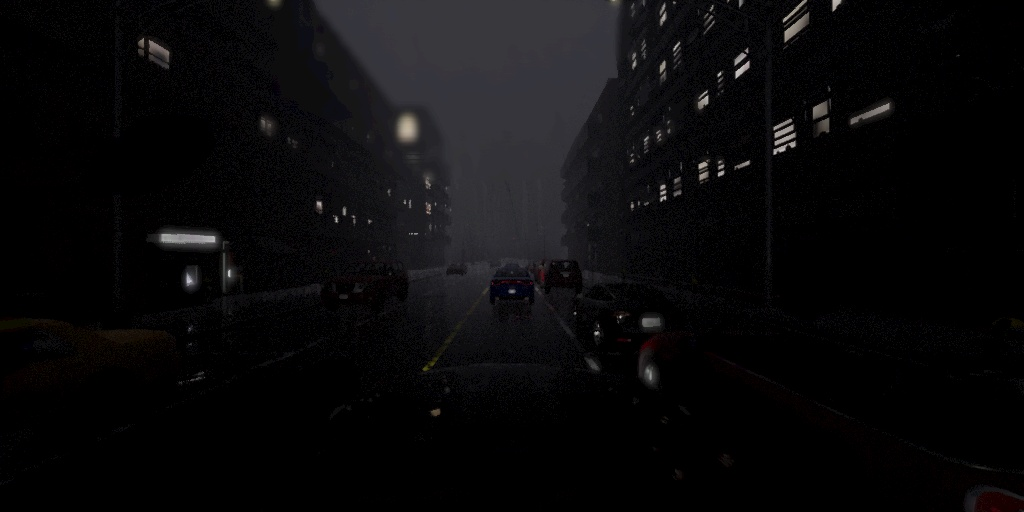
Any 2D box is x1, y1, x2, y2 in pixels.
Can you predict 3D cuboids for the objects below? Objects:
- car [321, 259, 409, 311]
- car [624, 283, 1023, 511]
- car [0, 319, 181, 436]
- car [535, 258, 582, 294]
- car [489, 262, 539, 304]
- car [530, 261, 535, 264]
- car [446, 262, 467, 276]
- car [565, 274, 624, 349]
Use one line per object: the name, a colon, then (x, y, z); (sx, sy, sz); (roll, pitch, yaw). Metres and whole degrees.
car: (-5.690, 1.064, 14.621); (2.192, 1.841, 5.009); (0, 0, 0)
car: (2.690, 1.188, 3.290); (1.967, 1.591, 4.097); (0, 0, 0)
car: (-5.690, 1.274, 3.120); (1.751, 1.417, 4.829); (0, 0, 0)
car: (2.690, 1.065, 20.285); (2.192, 1.841, 5.009); (0, 0, 0)
car: (0.000, 1.236, 16.499); (1.882, 1.535, 5.008); (0, 0, 0)
car: (2.690, 1.067, 25.950); (2.192, 1.841, 5.009); (0, 0, 0)
car: (-5.690, 1.304, 37.278); (1.888, 1.381, 4.507); (0, 0, 0)
car: (2.690, 1.315, 8.955); (1.948, 1.339, 4.313); (0, 0, 0)
